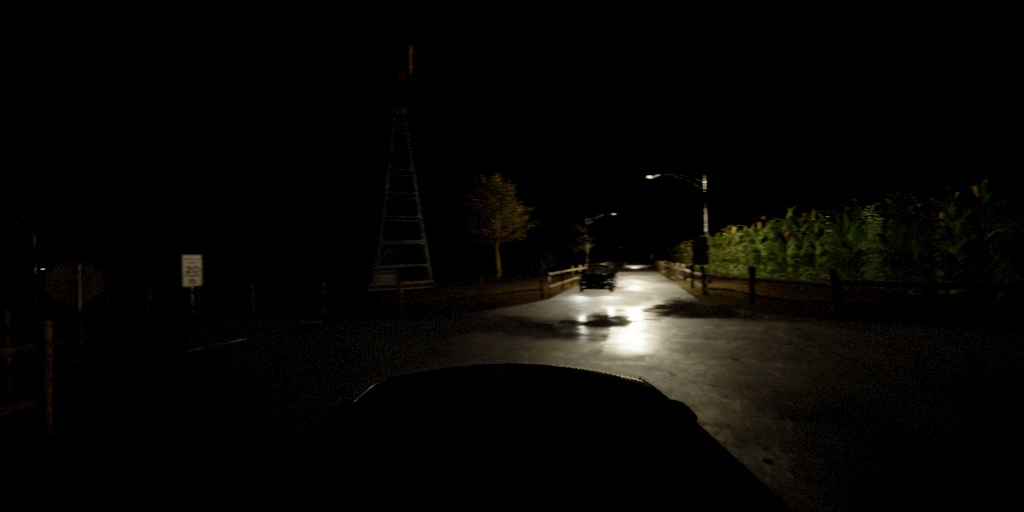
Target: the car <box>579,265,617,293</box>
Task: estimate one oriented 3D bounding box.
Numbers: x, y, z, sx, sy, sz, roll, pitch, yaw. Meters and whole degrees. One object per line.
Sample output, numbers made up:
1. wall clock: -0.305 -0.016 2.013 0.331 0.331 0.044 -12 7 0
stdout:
1. car: 5.242 1.288 21.583 1.882 1.535 5.008 -2 -1 19
